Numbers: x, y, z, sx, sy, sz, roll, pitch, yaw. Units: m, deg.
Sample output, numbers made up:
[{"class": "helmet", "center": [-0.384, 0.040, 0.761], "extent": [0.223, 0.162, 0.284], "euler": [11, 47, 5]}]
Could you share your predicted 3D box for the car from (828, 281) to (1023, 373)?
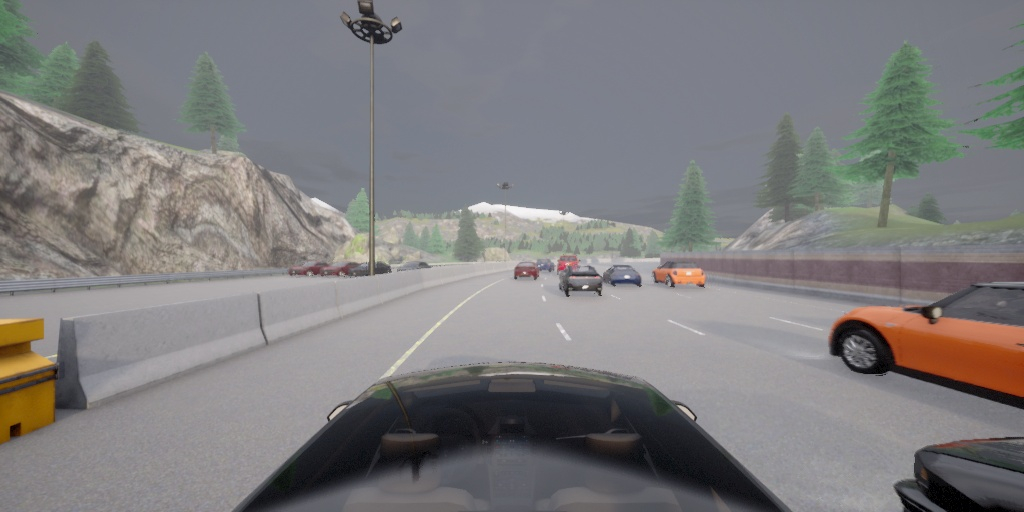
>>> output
[{"class": "car", "center": [6.920, 1.102, 4.678], "extent": [2.097, 1.767, 4.553], "euler": [0, 0, -3]}]

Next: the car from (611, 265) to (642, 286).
[{"class": "car", "center": [7.595, 1.309, 24.994], "extent": [1.994, 1.385, 4.181], "euler": [0, 0, 6]}]

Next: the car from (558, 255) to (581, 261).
[{"class": "car", "center": [5.893, 0.963, 37.034], "extent": [2.150, 2.045, 5.566], "euler": [0, 0, 11]}]

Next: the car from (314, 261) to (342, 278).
[{"class": "car", "center": [-16.084, 1.223, 34.169], "extent": [1.882, 1.535, 5.008], "euler": [0, 0, 9]}]

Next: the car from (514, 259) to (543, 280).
[{"class": "car", "center": [1.384, 1.223, 31.358], "extent": [1.882, 1.535, 5.008], "euler": [0, 0, 8]}]

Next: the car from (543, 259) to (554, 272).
[{"class": "car", "center": [4.121, 1.095, 44.962], "extent": [2.097, 1.767, 4.553], "euler": [0, 0, 14]}]

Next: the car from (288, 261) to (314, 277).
[{"class": "car", "center": [-19.482, 1.223, 35.078], "extent": [1.882, 1.535, 5.008], "euler": [0, 0, 9]}]

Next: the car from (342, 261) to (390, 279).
[{"class": "car", "center": [-12.799, 1.223, 32.467], "extent": [1.882, 1.535, 5.008], "euler": [0, 0, 8]}]

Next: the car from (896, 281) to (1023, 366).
[{"class": "car", "center": [10.343, 1.312, 6.605], "extent": [1.994, 1.385, 4.181], "euler": [0, 0, -2]}]

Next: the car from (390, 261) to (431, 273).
[{"class": "car", "center": [-9.111, 1.250, 33.475], "extent": [1.837, 1.490, 4.892], "euler": [0, 0, 9]}]

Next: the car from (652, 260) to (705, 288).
[{"class": "car", "center": [11.006, 1.097, 23.999], "extent": [2.097, 1.767, 4.553], "euler": [0, 0, 5]}]

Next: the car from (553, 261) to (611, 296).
[{"class": "car", "center": [3.577, 1.238, 19.151], "extent": [2.128, 1.511, 4.902], "euler": [0, 0, 3]}]
